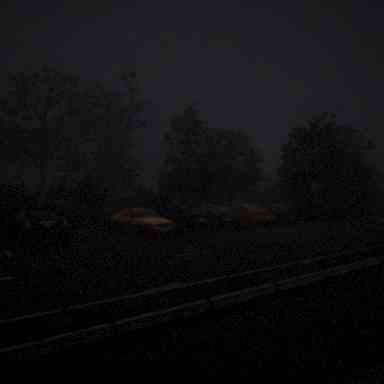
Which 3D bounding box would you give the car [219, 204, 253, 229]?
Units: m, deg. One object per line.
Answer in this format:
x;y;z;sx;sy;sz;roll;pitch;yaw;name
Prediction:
1.384;1.599;22.526;2.231;1.521;4.892;0;0;-37;car

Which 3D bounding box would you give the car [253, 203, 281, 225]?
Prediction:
3.604;1.595;24.155;2.097;1.535;5.008;0;0;-36;car

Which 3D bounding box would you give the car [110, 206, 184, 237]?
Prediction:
-2.931;1.593;19.094;1.946;1.575;5.366;0;0;-37;car

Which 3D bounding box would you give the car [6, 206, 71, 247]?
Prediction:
-7.446;1.457;15.944;2.185;1.767;4.553;0;0;-37;car

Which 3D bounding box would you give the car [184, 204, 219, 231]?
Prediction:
-0.840;1.630;20.908;2.163;1.488;4.792;0;0;-37;car

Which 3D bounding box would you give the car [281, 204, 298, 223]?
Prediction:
5.819;1.591;25.793;2.231;1.521;4.892;0;0;-36;car
